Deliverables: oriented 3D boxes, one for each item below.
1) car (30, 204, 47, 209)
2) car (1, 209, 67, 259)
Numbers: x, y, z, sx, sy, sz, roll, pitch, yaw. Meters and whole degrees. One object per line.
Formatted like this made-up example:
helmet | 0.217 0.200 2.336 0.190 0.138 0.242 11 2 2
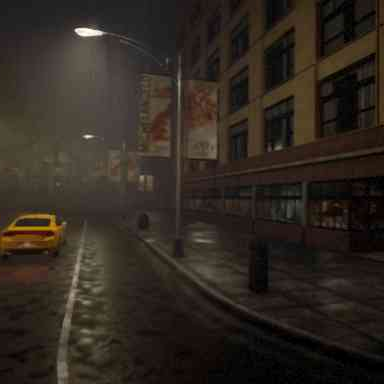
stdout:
car | -18.919 2.150 40.990 1.895 1.301 4.718 1 -1 -25
car | -6.302 1.666 13.632 1.882 1.535 5.008 1 -1 -17
